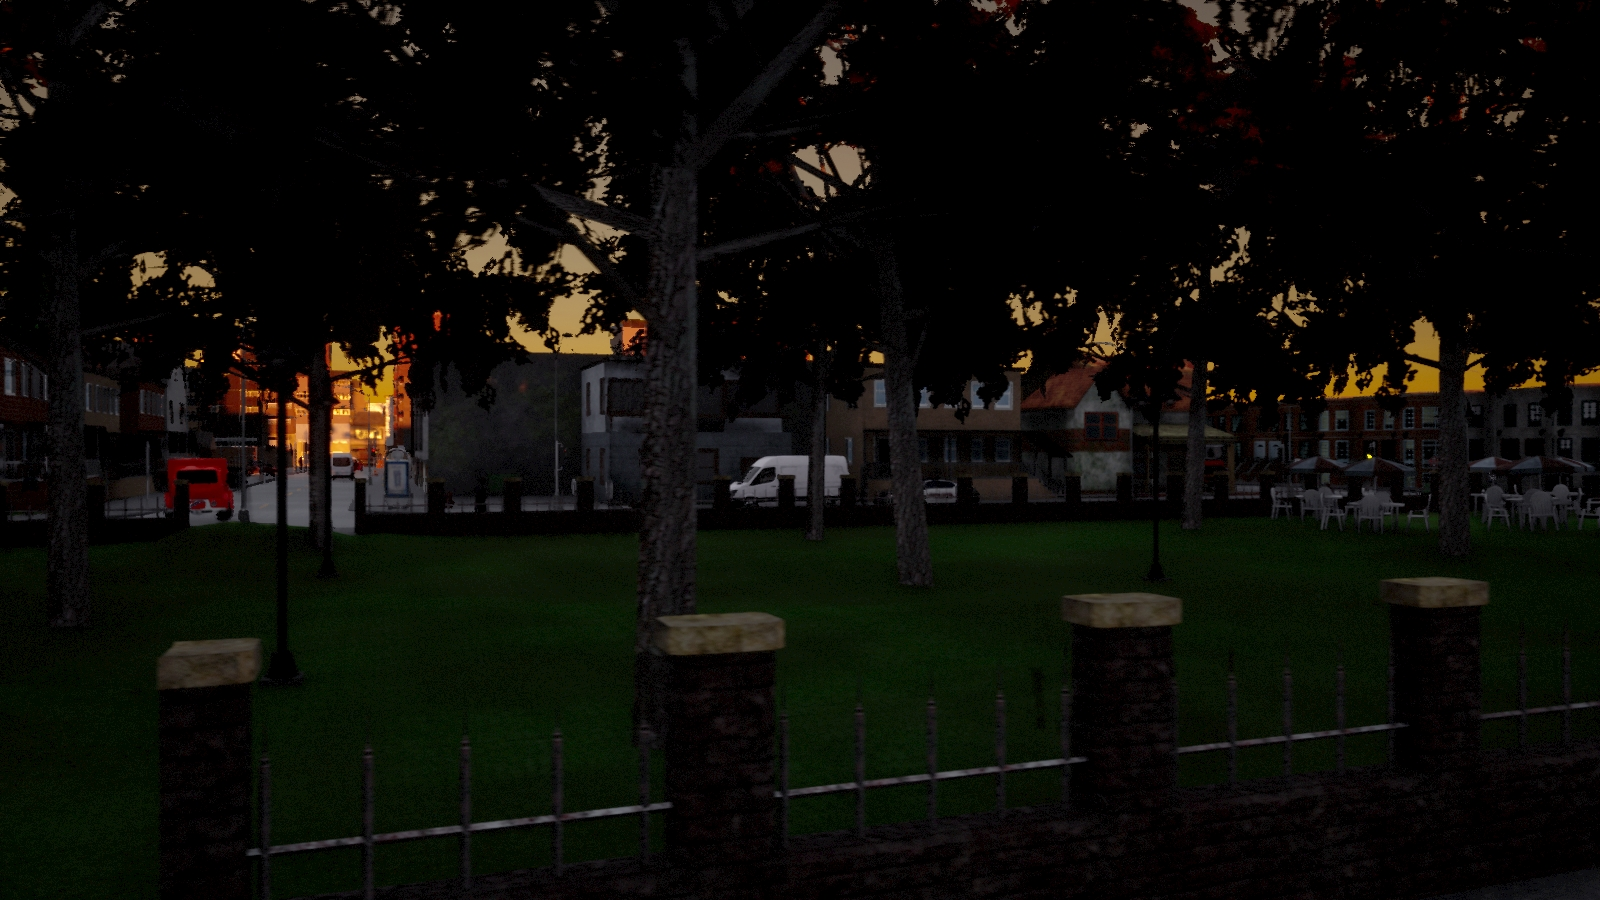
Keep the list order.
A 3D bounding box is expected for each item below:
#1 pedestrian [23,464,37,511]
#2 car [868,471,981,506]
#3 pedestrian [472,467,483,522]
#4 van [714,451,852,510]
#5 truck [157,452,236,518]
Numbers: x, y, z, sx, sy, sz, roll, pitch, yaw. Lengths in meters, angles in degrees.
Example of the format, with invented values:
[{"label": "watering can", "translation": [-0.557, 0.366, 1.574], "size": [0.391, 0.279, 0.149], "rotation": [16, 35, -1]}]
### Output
[{"label": "pedestrian", "translation": [-31.137, 1.516, 46.187], "size": [0.375, 1.860, 0.375], "rotation": [0, 0, -14]}, {"label": "car", "translation": [5.929, 1.818, 54.316], "size": [4.974, 1.542, 2.038], "rotation": [0, 0, -21]}, {"label": "pedestrian", "translation": [-11.100, 1.525, 39.322], "size": [0.375, 1.860, 0.375], "rotation": [0, 0, -14]}, {"label": "van", "translation": [-0.762, 1.314, 51.763], "size": [5.915, 2.561, 1.988], "rotation": [0, 0, -20]}, {"label": "truck", "translation": [-24.297, 1.354, 46.128], "size": [2.627, 2.467, 5.204], "rotation": [-1, 0, -27]}]
